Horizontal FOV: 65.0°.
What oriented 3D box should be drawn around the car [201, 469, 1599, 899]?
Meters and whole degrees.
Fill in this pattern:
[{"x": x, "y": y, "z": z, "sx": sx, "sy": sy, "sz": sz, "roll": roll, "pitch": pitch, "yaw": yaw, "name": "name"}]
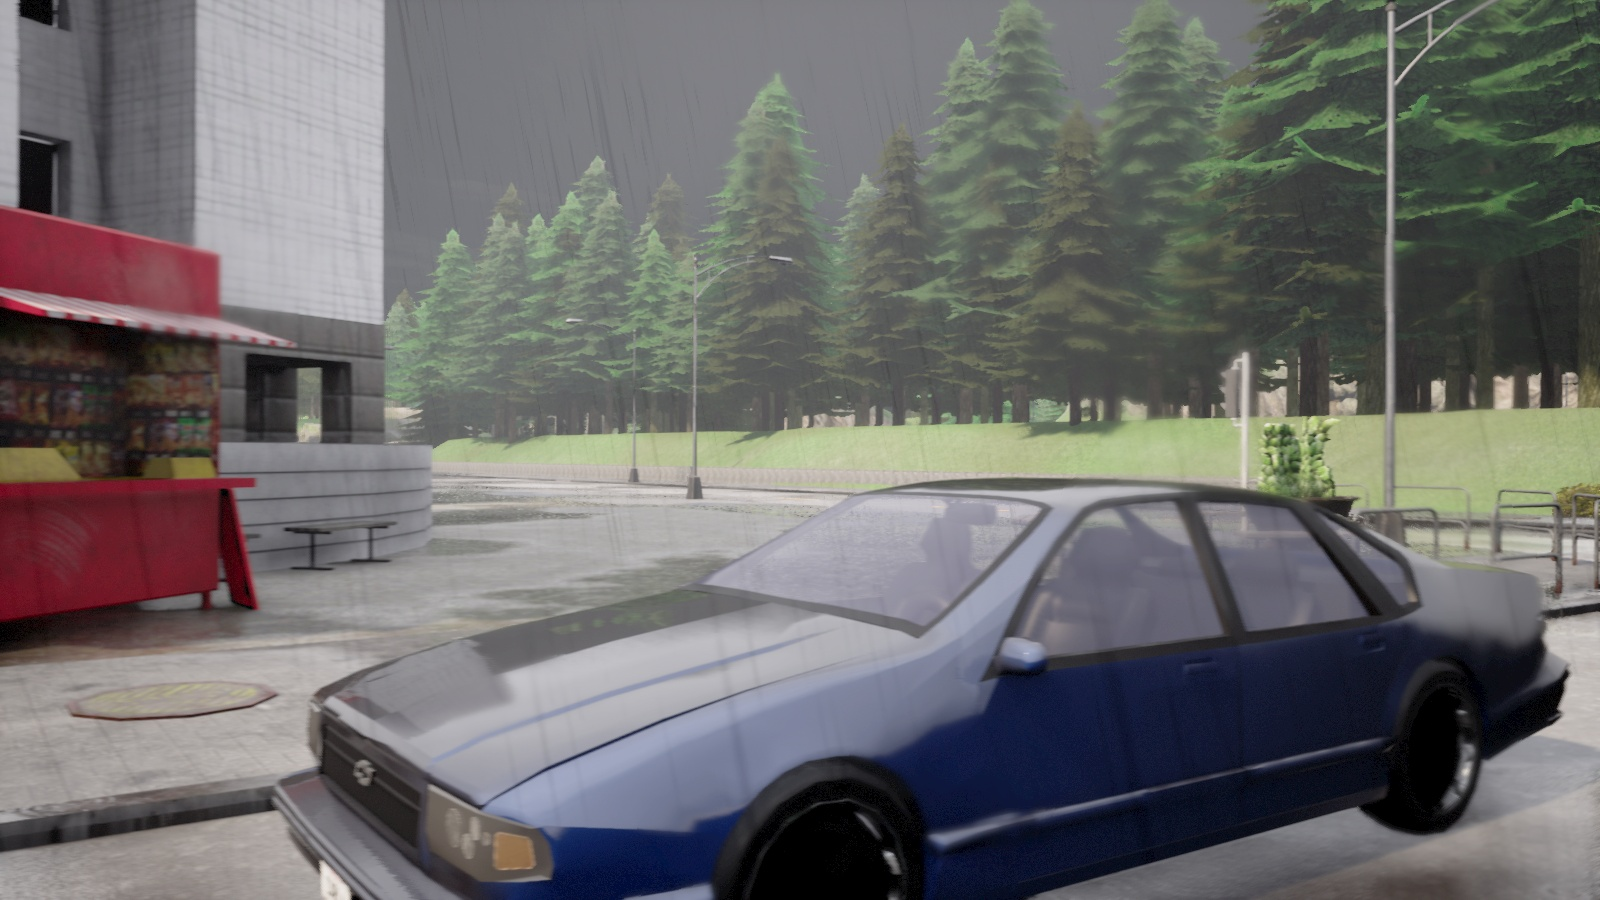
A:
[{"x": 0.808, "y": 0.808, "z": 4.826, "sx": 5.357, "sy": 1.411, "sz": 2.033, "roll": 0, "pitch": 0, "yaw": -35, "name": "car"}]
